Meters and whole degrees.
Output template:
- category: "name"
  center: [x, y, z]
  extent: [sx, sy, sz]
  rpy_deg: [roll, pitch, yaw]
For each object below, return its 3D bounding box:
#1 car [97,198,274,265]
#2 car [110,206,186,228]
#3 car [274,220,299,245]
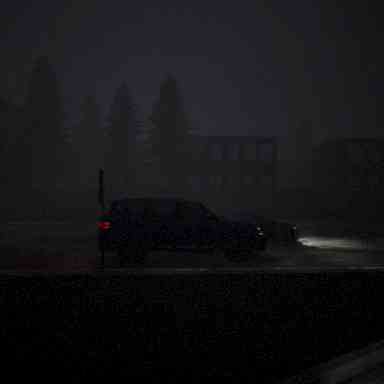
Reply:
- category: "car"
  center: [-0.352, 1.220, 11.293]
  extent: [5.566, 2.045, 2.150]
  rpy_deg: [0, 0, -4]
- category: "car"
  center: [-2.761, 1.586, 21.664]
  extent: [4.718, 1.301, 1.895]
  rpy_deg: [0, 0, -3]
- category: "car"
  center: [2.630, 1.578, 14.998]
  extent: [4.181, 1.385, 1.994]
  rpy_deg: [0, 0, -4]
